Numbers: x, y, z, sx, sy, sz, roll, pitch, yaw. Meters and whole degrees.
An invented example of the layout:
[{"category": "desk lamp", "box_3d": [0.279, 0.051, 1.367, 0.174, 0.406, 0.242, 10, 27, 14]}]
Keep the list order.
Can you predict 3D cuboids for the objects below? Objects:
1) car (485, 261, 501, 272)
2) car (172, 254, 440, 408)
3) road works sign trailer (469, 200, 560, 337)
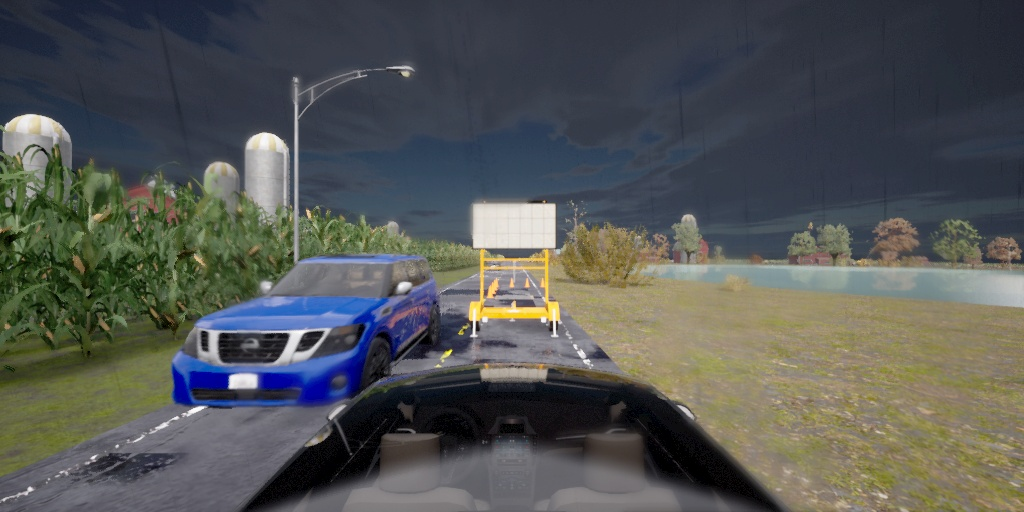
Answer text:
[{"category": "car", "box_3d": [-2.507, 1.298, 48.516, 2.128, 1.511, 4.902, 0, 0, 0]}, {"category": "car", "box_3d": [-2.808, 0.973, 6.537, 2.150, 2.045, 5.566, 0, 0, 0]}, {"category": "road works sign trailer", "box_3d": [0.068, 0.217, 10.266, 2.380, 3.560, 2.880, 0, 0, 0]}]
